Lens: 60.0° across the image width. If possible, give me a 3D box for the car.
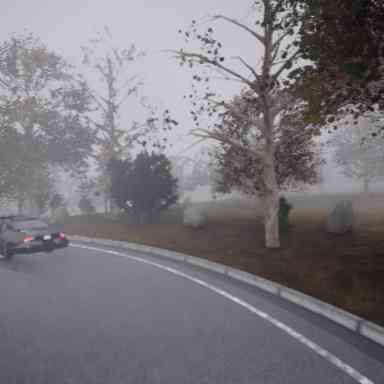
[{"bbox_3d":[-6.972,1.593,12.619,5.357,1.411,2.033,0,0,34],"label":"car"}]
